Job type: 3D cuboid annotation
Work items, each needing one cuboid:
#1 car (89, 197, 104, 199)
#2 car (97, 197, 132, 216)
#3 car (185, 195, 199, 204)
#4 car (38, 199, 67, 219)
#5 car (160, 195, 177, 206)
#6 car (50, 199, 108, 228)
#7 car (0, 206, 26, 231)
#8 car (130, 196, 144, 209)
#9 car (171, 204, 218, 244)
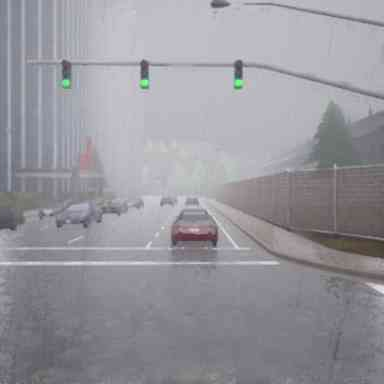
[{"bbox_3d":[-10.541,1.283,36.597,2.128,1.511,4.902,0,0,1],"label":"car"},{"bbox_3d":[-7.074,1.425,30.415,1.895,1.301,4.718,0,0,0],"label":"car"},{"bbox_3d":[0.020,1.221,48.054,1.882,1.535,5.008,0,0,0],"label":"car"},{"bbox_3d":[-10.583,1.331,26.786,2.128,1.511,4.902,0,0,0],"label":"car"},{"bbox_3d":[-3.487,1.249,47.509,1.837,1.490,4.892,0,0,0],"label":"car"},{"bbox_3d":[-7.073,1.393,21.335,1.812,1.442,4.674,0,0,0],"label":"car"},{"bbox_3d":[-10.593,1.434,17.046,2.033,1.411,5.357,0,0,0],"label":"car"},{"bbox_3d":[-7.011,1.267,40.432,2.128,1.511,4.902,0,0,0],"label":"car"},{"bbox_3d":[0.104,1.465,15.154,1.994,1.385,4.181,0,0,0],"label":"car"}]
